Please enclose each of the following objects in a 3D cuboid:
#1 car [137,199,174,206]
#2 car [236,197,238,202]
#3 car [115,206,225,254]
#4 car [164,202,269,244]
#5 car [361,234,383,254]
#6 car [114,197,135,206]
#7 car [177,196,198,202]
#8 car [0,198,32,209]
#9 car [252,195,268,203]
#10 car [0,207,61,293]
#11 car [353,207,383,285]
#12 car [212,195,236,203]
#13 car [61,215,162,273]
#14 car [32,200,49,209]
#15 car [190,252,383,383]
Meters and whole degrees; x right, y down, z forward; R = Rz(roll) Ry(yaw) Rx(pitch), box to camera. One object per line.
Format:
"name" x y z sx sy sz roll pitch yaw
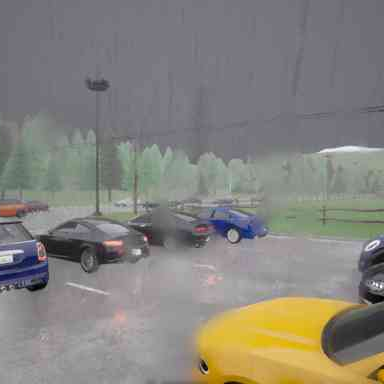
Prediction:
"car" -4.548 1.601 43.946 1.895 1.301 4.718 0 0 36
"car" 8.409 1.469 73.434 1.882 1.535 5.008 0 0 36
"car" -1.356 1.505 13.502 4.892 1.490 1.837 0 0 36
"car" 1.164 1.478 15.996 5.008 1.535 1.882 0 0 36
"car" 5.069 1.492 4.677 4.902 1.511 2.128 0 0 35
"car" -9.412 1.526 49.158 1.812 1.442 4.674 0 0 36
"car" -0.856 1.505 60.863 1.837 1.490 4.892 0 0 36
"car" -15.765 1.352 26.672 2.097 1.767 4.553 0 0 30
"car" 14.060 1.346 69.303 2.097 1.767 4.553 0 0 36
"car" -5.400 1.352 7.785 4.553 1.767 2.097 0 0 36
"car" 6.524 1.352 7.937 4.553 1.767 2.097 0 0 35
"car" 5.130 1.525 57.204 1.812 1.442 4.674 0 0 36
"car" -3.408 1.526 10.665 4.674 1.442 1.812 0 0 36
"car" -17.991 1.564 36.620 1.994 1.385 4.181 0 0 32
"car" 2.289 1.478 2.362 5.008 1.535 1.882 0 0 35
